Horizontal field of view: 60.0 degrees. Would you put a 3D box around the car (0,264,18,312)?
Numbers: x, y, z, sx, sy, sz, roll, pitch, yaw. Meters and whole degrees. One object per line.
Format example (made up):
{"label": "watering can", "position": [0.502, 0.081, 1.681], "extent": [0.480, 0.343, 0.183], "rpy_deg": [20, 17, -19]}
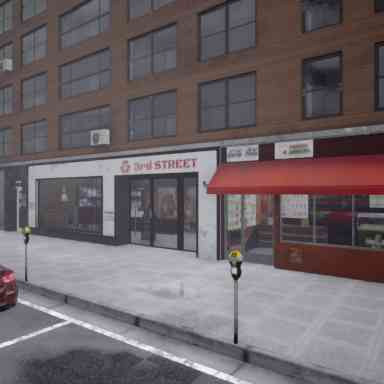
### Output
{"label": "car", "position": [-4.934, 1.582, 6.331], "extent": [4.206, 1.307, 1.802], "rpy_deg": [0, 0, 36]}
